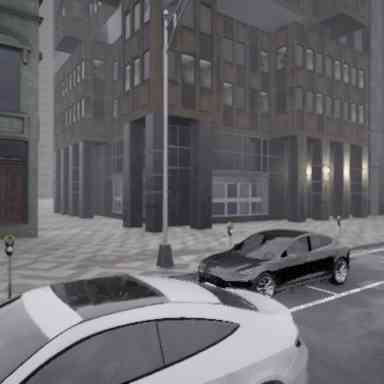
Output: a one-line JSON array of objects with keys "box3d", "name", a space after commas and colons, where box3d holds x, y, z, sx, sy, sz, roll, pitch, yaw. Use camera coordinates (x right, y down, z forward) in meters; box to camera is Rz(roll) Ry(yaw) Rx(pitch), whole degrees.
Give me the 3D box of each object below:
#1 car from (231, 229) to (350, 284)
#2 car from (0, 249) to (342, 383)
[{"box3d": [2.156, 1.622, 8.161, 4.313, 1.339, 1.947, 1, -1, -35], "name": "car"}, {"box3d": [-0.973, 1.533, 2.680, 4.674, 1.442, 1.812, 1, 0, -35], "name": "car"}]
